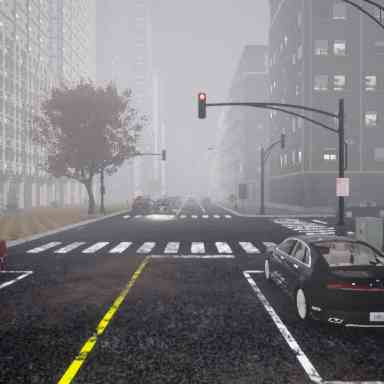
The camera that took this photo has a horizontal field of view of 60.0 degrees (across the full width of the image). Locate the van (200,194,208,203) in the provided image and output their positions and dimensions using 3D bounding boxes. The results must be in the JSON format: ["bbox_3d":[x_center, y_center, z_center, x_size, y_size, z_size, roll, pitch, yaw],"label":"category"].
[{"bbox_3d":[2.595,1.402,72.472,1.690,1.788,3.998,0,0,0],"label":"van"}]

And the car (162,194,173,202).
[{"bbox_3d":[-5.793,1.385,77.983,2.192,1.841,5.009,0,0,0],"label":"car"}]

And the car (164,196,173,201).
[{"bbox_3d":[-5.800,1.632,83.507,2.008,1.369,4.403,0,0,0],"label":"car"}]

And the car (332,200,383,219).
[{"bbox_3d":[13.391,1.350,26.366,4.403,1.369,2.008,-1,1,-1],"label":"car"}]

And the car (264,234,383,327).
[{"bbox_3d":[2.679,1.551,6.946,2.008,1.369,4.403,0,0,0],"label":"car"}]

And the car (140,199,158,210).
[{"bbox_3d":[-5.750,1.592,44.847,1.947,1.339,4.313,0,0,0],"label":"car"}]

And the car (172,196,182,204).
[{"bbox_3d":[-3.099,1.532,68.334,1.882,1.535,5.008,0,0,0],"label":"car"}]

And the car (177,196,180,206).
[{"bbox_3d":[-3.159,1.630,47.412,1.895,1.301,4.718,0,0,0],"label":"car"}]

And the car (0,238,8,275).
[{"bbox_3d":[-5.701,1.545,6.936,1.887,1.381,4.507,0,0,0],"label":"car"}]

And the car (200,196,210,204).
[{"bbox_3d":[2.602,1.578,67.118,1.752,1.417,4.829,0,0,0],"label":"car"}]

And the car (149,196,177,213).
[{"bbox_3d":[-3.147,1.510,37.139,2.128,1.511,4.902,0,0,0],"label":"car"}]

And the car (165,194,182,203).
[{"bbox_3d":[-3.154,1.517,57.751,1.882,1.535,5.008,0,0,0],"label":"car"}]

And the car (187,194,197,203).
[{"bbox_3d":[-0.089,1.602,68.653,2.033,1.411,5.357,0,0,0],"label":"car"}]

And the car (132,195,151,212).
[{"bbox_3d":[-5.743,1.336,39.324,2.192,1.841,5.009,0,0,0],"label":"car"}]

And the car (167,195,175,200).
[{"bbox_3d":[-5.814,1.654,94.552,2.008,1.369,4.403,0,0,0],"label":"car"}]

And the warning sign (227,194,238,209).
[{"bbox_3d":[5.015,1.138,41.463,1.300,1.860,1.060,0,0,0],"label":"warning sign"}]

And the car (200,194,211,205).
[{"bbox_3d":[2.610,1.610,61.425,1.947,1.339,4.313,0,0,0],"label":"car"}]
